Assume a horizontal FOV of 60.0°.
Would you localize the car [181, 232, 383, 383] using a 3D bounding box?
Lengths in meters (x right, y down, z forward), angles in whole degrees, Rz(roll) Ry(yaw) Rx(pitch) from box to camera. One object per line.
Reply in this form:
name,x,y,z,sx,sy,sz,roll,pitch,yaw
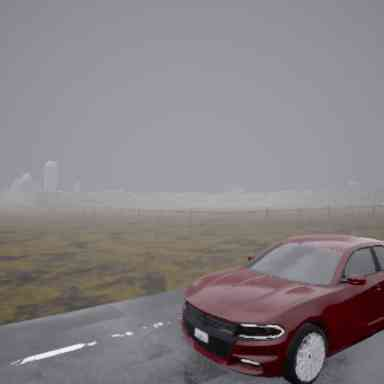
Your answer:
car,2.149,1.484,5.524,5.008,1.535,1.882,0,0,-36
